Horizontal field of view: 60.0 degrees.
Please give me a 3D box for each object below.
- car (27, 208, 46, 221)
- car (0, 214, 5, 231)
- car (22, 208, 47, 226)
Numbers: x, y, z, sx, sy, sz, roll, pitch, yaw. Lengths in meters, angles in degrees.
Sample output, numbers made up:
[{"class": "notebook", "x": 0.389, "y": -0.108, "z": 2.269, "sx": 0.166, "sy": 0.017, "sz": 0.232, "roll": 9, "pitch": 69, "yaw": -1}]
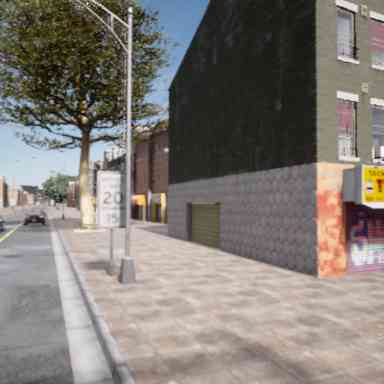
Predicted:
[{"class": "car", "x": -20.008, "y": 2.849, "z": 42.976, "sx": 2.128, "sy": 1.511, "sz": 4.902, "roll": 1, "pitch": -2, "yaw": -24}, {"class": "car", "x": -14.953, "y": 2.257, "z": 24.405, "sx": 1.837, "sy": 1.490, "sz": 4.892, "roll": 1, "pitch": -2, "yaw": -24}, {"class": "car", "x": -15.822, "y": 2.585, "z": 33.562, "sx": 1.812, "sy": 1.442, "sz": 4.674, "roll": 1, "pitch": -2, "yaw": -23}]
